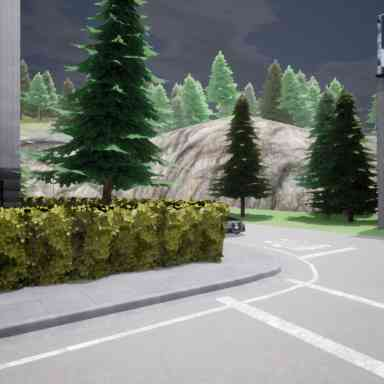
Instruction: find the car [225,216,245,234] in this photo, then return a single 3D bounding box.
[{"bbox_3d":[1.079,1.740,19.501,1.994,1.385,4.181,0,0,-42],"label":"car"}]
